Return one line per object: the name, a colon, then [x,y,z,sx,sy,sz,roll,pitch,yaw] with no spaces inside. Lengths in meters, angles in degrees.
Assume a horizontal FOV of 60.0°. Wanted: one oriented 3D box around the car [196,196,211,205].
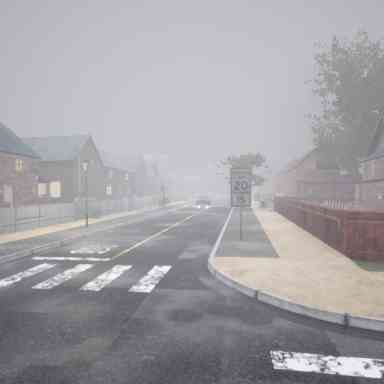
car: [1.868,1.287,50.794,1.994,1.385,4.181,-1,0,8]
